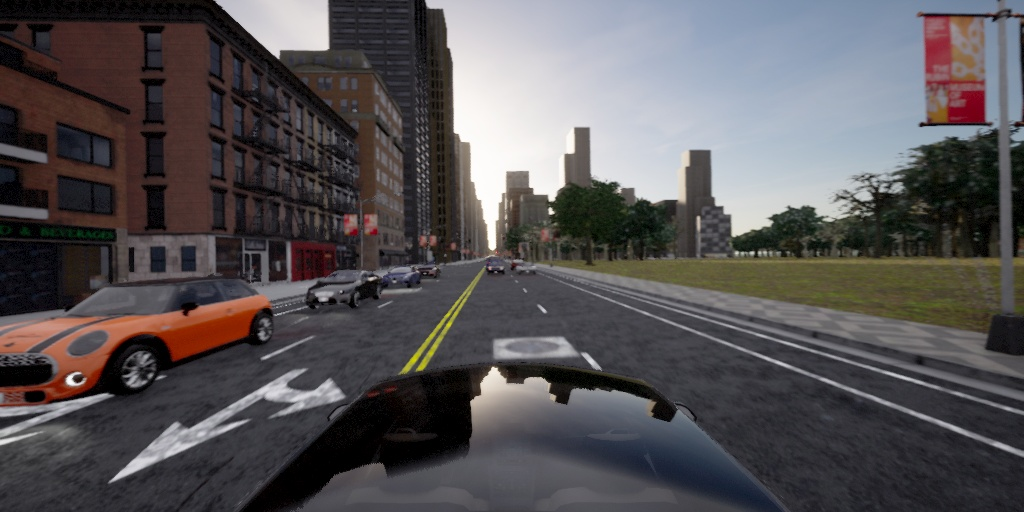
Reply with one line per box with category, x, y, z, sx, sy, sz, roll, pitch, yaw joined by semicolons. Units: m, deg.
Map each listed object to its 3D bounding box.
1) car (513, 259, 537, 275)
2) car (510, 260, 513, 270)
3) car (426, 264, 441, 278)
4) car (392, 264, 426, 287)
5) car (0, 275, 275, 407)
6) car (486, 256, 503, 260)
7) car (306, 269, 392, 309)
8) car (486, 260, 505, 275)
car;1.485;1.315;39.114;1.895;1.301;4.718;-1;0;-3
car;0.773;1.204;51.133;1.882;1.535;5.008;-1;0;-3
car;-8.257;1.463;35.616;1.994;1.385;4.181;-1;0;-3
car;-7.769;1.417;25.720;1.812;1.442;4.674;-1;0;-2
car;-6.775;1.229;6.814;2.097;1.767;4.553;-1;0;-3
car;-2.433;1.011;49.895;2.150;2.045;5.566;-1;0;-3
car;-7.257;1.375;16.021;2.128;1.511;4.902;-1;0;-3
car;-1.777;1.376;39.305;1.895;1.301;4.718;-1;0;-3
